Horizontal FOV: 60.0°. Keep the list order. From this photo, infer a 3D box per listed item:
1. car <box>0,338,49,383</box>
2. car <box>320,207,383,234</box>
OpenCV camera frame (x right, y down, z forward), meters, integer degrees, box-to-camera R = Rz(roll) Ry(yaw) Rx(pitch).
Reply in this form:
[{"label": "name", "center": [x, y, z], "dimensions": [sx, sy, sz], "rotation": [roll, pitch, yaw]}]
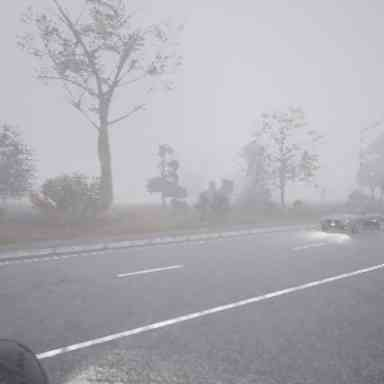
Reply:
[{"label": "car", "center": [-2.863, 1.563, 1.673], "dimensions": [4.181, 1.385, 1.994], "rotation": [0, 0, -36]}, {"label": "car", "center": [9.225, 1.549, 19.093], "dimensions": [4.181, 1.385, 1.994], "rotation": [0, 0, -35]}]
